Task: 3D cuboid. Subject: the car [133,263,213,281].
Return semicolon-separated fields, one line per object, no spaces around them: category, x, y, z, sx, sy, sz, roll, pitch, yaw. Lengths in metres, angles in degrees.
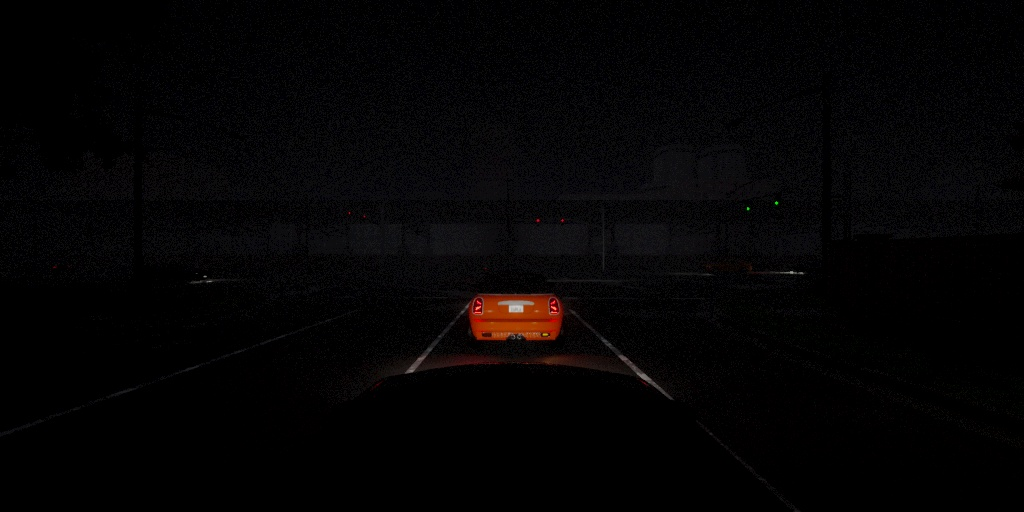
car;-27.939;1.306;29.618;5.357;1.411;2.033;0;0;2

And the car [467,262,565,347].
car;0.083;1.105;9.485;2.097;1.767;4.553;0;0;0

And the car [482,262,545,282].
car;0.162;1.235;28.895;4.902;1.511;2.128;0;0;1

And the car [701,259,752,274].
car;23.227;1.109;39.015;5.008;1.535;1.882;-1;0;1

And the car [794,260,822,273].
car;33.137;1.076;38.760;4.181;1.385;1.994;-1;0;1
